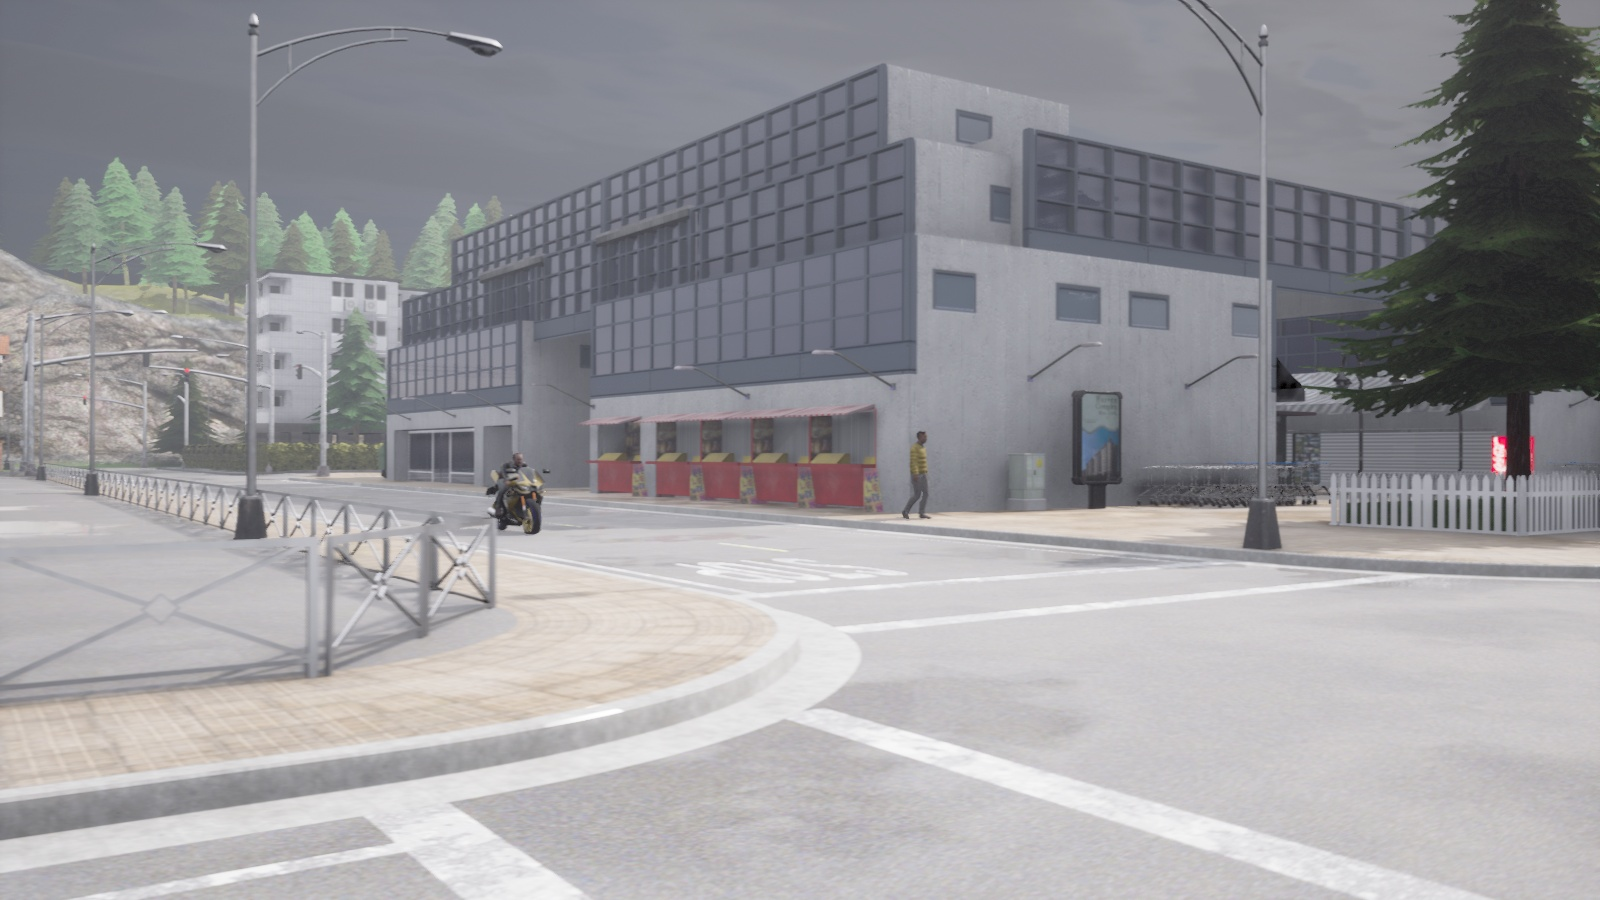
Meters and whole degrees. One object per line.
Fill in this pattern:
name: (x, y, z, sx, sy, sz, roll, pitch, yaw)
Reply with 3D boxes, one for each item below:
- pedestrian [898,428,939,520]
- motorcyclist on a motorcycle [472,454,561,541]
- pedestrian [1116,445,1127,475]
pedestrian: (2.409, 0.473, 25.483, 0.709, 1.840, 0.431, 0, 0, 40)
motorcyclist on a motorcycle: (-5.286, 0.846, 23.310, 0.866, 1.530, 2.191, 0, 0, -34)
pedestrian: (20.024, 0.633, 78.252, 0.345, 1.836, 0.594, 0, 0, -33)
